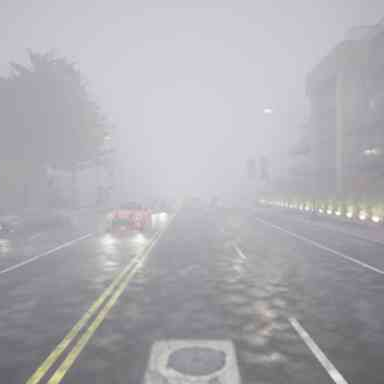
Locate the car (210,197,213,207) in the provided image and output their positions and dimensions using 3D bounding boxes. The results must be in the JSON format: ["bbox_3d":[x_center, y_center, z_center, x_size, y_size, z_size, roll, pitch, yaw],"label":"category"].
[{"bbox_3d":[3.492,1.323,46.948,1.882,1.535,5.008,0,0,0],"label":"car"}]

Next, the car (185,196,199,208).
[{"bbox_3d":[-0.008,1.323,47.071,1.882,1.535,5.008,0,0,0],"label":"car"}]

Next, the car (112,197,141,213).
[{"bbox_3d":[-7.100,1.372,36.564,2.128,1.511,4.902,0,0,0],"label":"car"}]

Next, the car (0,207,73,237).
[{"bbox_3d":[-8.359,1.506,17.642,1.994,1.385,4.181,0,0,22],"label":"car"}]

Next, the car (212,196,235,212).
[{"bbox_3d":[3.585,1.405,36.646,1.812,1.442,4.674,0,0,0],"label":"car"}]

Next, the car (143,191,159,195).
[{"bbox_3d":[-7.010,1.226,54.651,2.097,1.767,4.553,0,0,0],"label":"car"}]

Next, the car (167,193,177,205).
[{"bbox_3d":[-3.510,1.351,54.622,1.812,1.442,4.674,0,0,0],"label":"car"}]

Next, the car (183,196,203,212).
[{"bbox_3d":[0.084,1.230,37.183,2.097,1.767,4.553,0,0,0],"label":"car"}]

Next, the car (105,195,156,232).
[{"bbox_3d":[-3.601,1.287,19.605,2.097,1.767,4.553,0,0,0],"label":"car"}]

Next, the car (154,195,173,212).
[{"bbox_3d":[-3.600,1.371,36.821,2.128,1.511,4.902,0,0,0],"label":"car"}]
